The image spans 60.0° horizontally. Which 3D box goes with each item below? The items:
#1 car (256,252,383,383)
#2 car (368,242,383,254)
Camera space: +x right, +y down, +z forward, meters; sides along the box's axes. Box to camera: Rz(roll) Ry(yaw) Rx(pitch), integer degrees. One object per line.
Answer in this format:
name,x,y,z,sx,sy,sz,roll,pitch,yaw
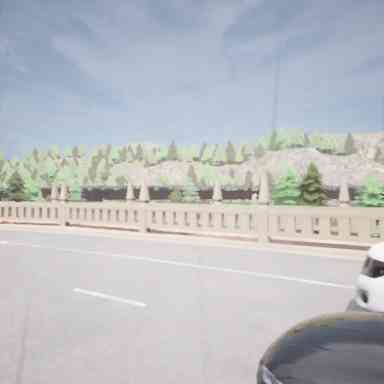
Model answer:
car,2.742,1.473,1.872,4.902,1.511,2.128,0,0,36
car,5.269,1.184,4.385,5.566,2.045,2.150,0,0,36
